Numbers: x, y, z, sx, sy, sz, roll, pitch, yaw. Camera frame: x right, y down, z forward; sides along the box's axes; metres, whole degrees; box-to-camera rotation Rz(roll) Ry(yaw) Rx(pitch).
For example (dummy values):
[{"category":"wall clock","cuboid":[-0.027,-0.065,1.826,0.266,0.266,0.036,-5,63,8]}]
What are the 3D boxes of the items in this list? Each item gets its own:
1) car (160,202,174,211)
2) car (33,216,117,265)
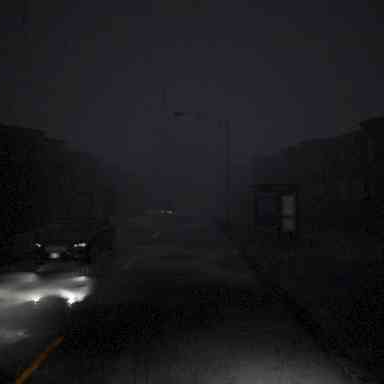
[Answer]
[{"category":"car","cuboid":[-4.048,2.315,54.474,1.994,1.385,4.181,0,-1,1]},{"category":"car","cuboid":[-4.101,1.664,12.389,2.128,1.511,4.902,0,-1,0]}]
